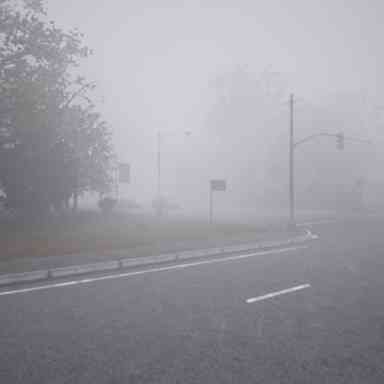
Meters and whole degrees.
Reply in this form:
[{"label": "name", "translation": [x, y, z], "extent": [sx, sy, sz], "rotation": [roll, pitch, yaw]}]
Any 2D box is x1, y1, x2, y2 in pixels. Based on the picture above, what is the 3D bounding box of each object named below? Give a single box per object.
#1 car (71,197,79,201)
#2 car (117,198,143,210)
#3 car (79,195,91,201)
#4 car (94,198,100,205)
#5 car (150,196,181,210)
[{"label": "car", "translation": [-29.831, 1.571, 80.783], "extent": [1.895, 1.301, 4.718], "rotation": [0, 0, -39]}, {"label": "car", "translation": [-8.347, 1.531, 42.496], "extent": [2.033, 1.411, 5.357], "rotation": [0, 0, -39]}, {"label": "car", "translation": [-26.822, 1.447, 82.624], "extent": [1.882, 1.535, 5.008], "rotation": [0, 0, -39]}, {"label": "car", "translation": [-14.864, 1.624, 56.423], "extent": [1.895, 1.301, 4.718], "rotation": [0, 0, -39]}, {"label": "car", "translation": [-3.307, 1.331, 41.791], "extent": [2.097, 1.767, 4.553], "rotation": [0, 0, -39]}]
